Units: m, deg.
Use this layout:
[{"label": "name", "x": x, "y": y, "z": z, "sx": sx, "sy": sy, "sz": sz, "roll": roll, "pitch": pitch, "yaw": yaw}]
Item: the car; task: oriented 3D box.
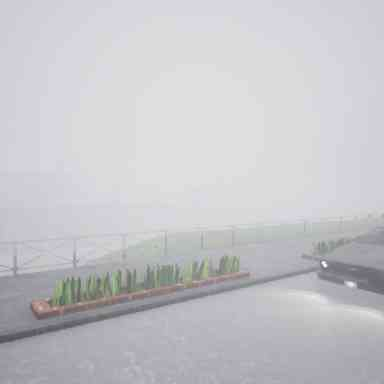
[{"label": "car", "x": 5.487, "y": 1.547, "z": 8.499, "sx": 5.357, "sy": 1.411, "sz": 2.033, "roll": 0, "pitch": 0, "yaw": -35}]
